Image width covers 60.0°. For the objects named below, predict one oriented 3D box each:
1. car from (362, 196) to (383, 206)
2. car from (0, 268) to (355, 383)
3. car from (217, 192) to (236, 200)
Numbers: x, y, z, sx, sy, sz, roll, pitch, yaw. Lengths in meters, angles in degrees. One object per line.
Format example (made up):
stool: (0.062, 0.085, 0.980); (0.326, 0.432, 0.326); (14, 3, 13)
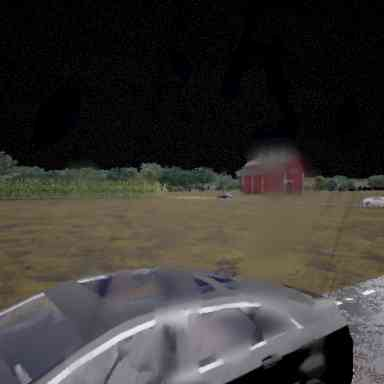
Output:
car: (26.036, 1.352, 45.878); (1.812, 1.442, 4.674); (1, 1, -36)
car: (-0.685, 1.492, 2.582); (4.902, 1.511, 2.128); (0, 0, -36)
car: (7.517, 0.872, 71.797); (1.837, 1.490, 4.892); (1, 0, -36)
